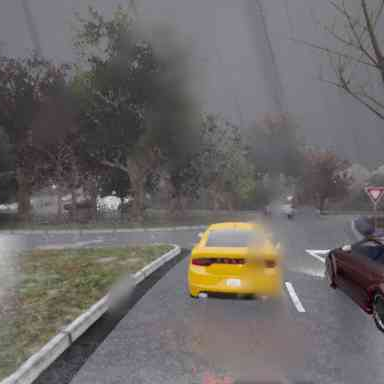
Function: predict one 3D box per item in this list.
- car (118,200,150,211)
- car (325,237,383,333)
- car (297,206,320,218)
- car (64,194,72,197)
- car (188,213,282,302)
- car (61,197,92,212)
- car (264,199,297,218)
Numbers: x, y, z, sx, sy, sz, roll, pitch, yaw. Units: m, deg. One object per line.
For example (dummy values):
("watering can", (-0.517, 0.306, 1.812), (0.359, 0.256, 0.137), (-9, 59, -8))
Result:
("car", (-10.329, 2.365, 59.430), (5.566, 2.045, 2.150), (0, -1, 0))
("car", (4.117, 1.581, 6.610), (1.994, 1.385, 4.181), (0, 0, 7))
("car", (12.725, 2.228, 37.824), (1.895, 1.301, 4.718), (0, -1, -1))
("car", (-32.853, 1.862, 85.267), (1.946, 1.575, 5.366), (0, 2, -12))
("car", (1.116, 1.515, 8.497), (1.882, 1.535, 5.008), (0, -1, 8))
("car", (-18.370, 2.239, 54.378), (5.566, 2.045, 2.150), (1, -2, -25))
("car", (9.560, 1.831, 37.171), (2.150, 2.045, 5.566), (0, -1, 2))
